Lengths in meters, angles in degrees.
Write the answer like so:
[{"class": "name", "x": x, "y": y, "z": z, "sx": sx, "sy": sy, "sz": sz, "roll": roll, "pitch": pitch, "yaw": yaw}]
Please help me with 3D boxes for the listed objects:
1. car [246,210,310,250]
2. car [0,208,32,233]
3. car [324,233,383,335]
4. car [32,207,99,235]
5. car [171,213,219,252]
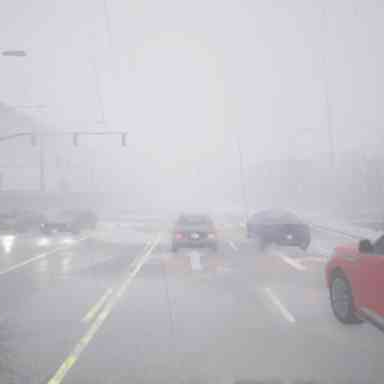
[{"class": "car", "x": 3.601, "y": 1.532, "z": 14.727, "sx": 1.882, "sy": 1.535, "sz": 5.008, "roll": 0, "pitch": 0, "yaw": 0}, {"class": "car", "x": -10.502, "y": 1.640, "z": 20.020, "sx": 1.994, "sy": 1.385, "sz": 4.181, "roll": 0, "pitch": 0, "yaw": 0}, {"class": "car", "x": 3.600, "y": 1.237, "z": 4.010, "sx": 2.150, "sy": 2.045, "sz": 5.566, "roll": 0, "pitch": 0, "yaw": 0}, {"class": "car", "x": -7.005, "y": 1.619, "z": 19.626, "sx": 2.033, "sy": 1.411, "sz": 5.357, "roll": 0, "pitch": 0, "yaw": 0}, {"class": "car", "x": 0.100, "y": 1.600, "z": 14.203, "sx": 2.033, "sy": 1.411, "sz": 5.357, "roll": 0, "pitch": 0, "yaw": 0}]
